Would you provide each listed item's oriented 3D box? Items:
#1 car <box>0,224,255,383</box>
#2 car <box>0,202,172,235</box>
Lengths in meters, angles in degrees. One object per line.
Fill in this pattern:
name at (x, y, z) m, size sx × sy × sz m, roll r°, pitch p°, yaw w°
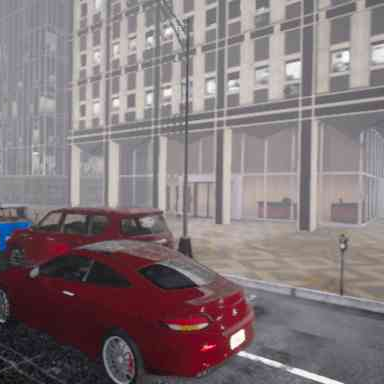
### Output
car at (-1.320, 1.496, 5.206) m, size 4.674 × 1.442 × 1.812 m, roll 1°, pitch 0°, yaw 37°
car at (-2.689, 1.261, 8.463) m, size 5.009 × 1.841 × 2.192 m, roll 1°, pitch 1°, yaw 36°
